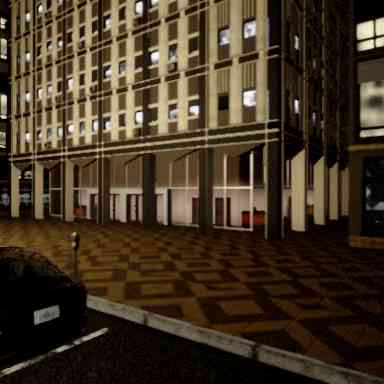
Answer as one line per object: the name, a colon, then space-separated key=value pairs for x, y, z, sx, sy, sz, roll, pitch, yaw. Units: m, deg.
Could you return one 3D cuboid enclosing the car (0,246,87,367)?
car: x=-3.505 y=1.568 z=5.375 sx=4.313 sy=1.339 sz=1.947 roll=0 pitch=0 yaw=36
